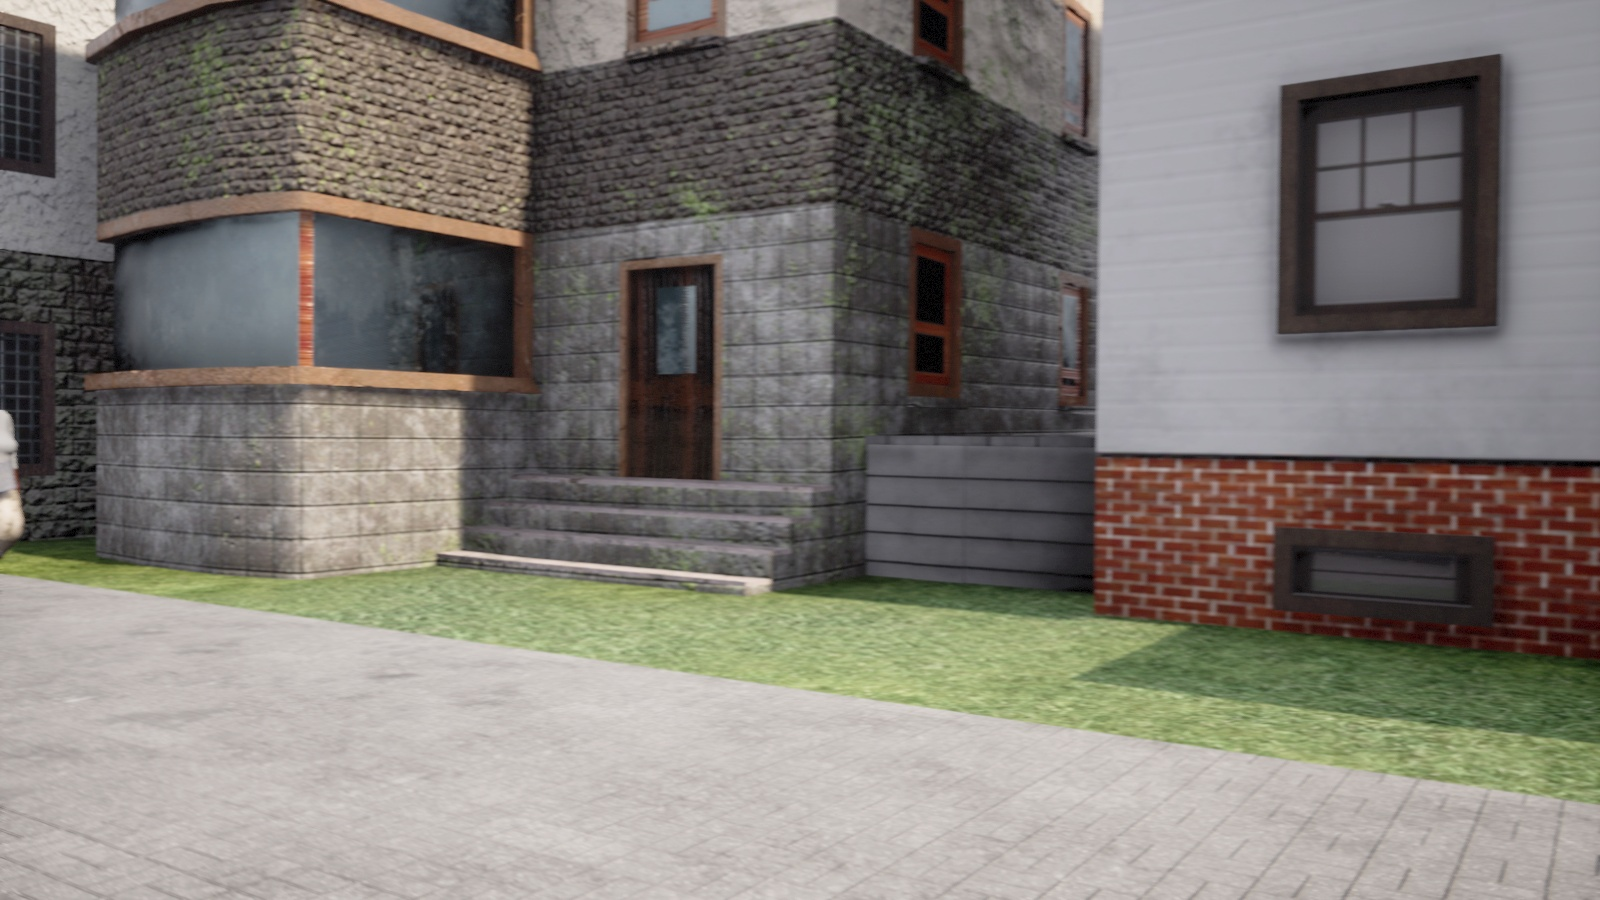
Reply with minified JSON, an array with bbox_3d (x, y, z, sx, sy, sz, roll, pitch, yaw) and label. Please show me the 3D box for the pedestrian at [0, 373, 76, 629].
[{"bbox_3d":[-6.132,0.368,9.420,0.900,1.855,0.874,0,1,32],"label":"pedestrian"}]
